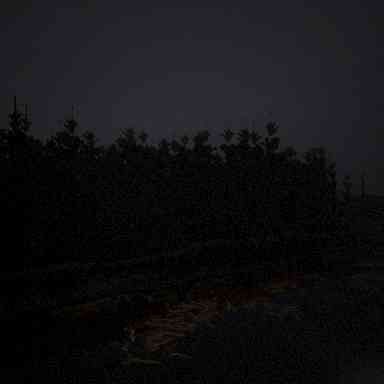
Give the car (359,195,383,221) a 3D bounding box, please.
[{"bbox_3d":[13.167,1.222,23.359,2.150,2.045,5.566,0,0,-34],"label":"car"}]
